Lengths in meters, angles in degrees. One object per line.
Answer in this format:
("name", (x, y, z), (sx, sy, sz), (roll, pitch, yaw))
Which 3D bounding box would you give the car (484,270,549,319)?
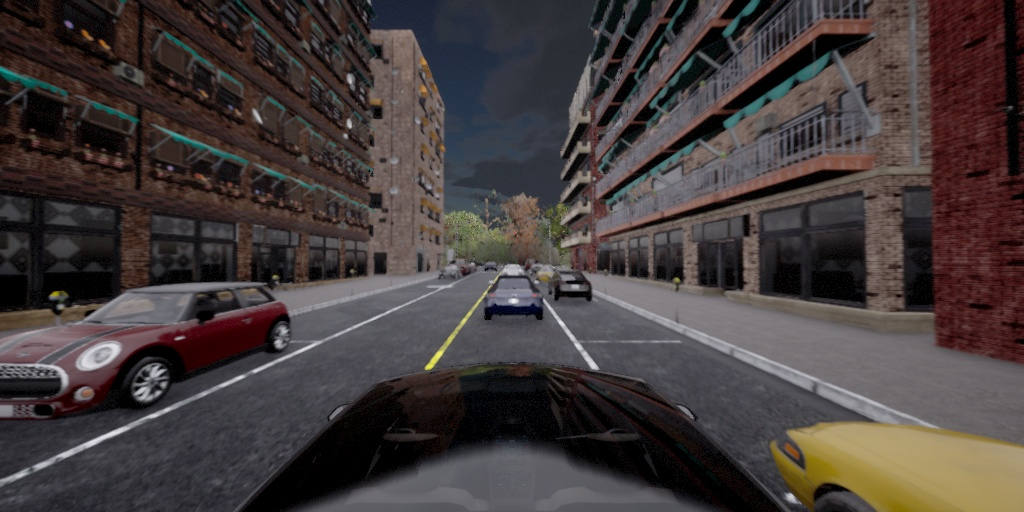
("car", (0.067, 1.365, 13.073), (1.994, 1.385, 4.181), (0, 0, 0))

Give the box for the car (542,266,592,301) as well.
("car", (2.757, 1.388, 17.743), (1.948, 1.339, 4.313), (0, 0, 0))

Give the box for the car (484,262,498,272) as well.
("car", (-3.064, 1.531, 52.732), (2.033, 1.411, 5.357), (0, 0, 1))

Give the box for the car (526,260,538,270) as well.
("car", (2.815, 1.472, 39.374), (2.007, 1.370, 4.403), (0, 0, 0))

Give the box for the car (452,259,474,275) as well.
("car", (-5.833, 1.236, 39.403), (2.192, 1.841, 5.009), (0, 0, 0))

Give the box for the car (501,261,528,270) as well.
("car", (0.065, 1.397, 28.687), (1.812, 1.442, 4.674), (0, 0, 0))

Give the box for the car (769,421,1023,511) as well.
("car", (2.700, 1.270, 0.568), (1.751, 1.417, 4.829), (0, 0, 0))

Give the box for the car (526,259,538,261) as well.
("car", (2.811, 1.288, 50.509), (2.192, 1.841, 5.009), (0, 0, 0))

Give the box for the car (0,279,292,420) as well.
("car", (-5.710, 1.209, 5.995), (1.967, 1.591, 4.097), (0, 0, 0))

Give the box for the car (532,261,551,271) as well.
("car", (2.819, 1.395, 28.407), (1.751, 1.417, 4.829), (0, 0, 0))

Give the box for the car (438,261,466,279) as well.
("car", (-5.831, 1.446, 33.835), (2.007, 1.370, 4.403), (0, 0, 0))

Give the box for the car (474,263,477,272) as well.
("car", (-5.835, 1.513, 44.972), (1.948, 1.339, 4.313), (0, 0, 0))
